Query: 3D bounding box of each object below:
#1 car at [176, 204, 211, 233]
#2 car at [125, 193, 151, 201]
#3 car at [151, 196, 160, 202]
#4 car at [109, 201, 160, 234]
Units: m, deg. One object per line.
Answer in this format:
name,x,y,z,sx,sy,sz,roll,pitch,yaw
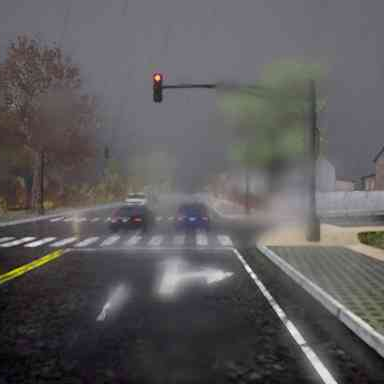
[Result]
car,0.088,1.378,18.448,2.033,1.411,5.357,-1,1,0
car,-6.531,1.175,39.243,2.150,2.045,5.566,0,0,0
car,-6.484,1.434,55.972,2.128,1.511,4.902,0,0,0
car,-3.165,1.462,18.508,2.033,1.411,5.357,-2,0,0
